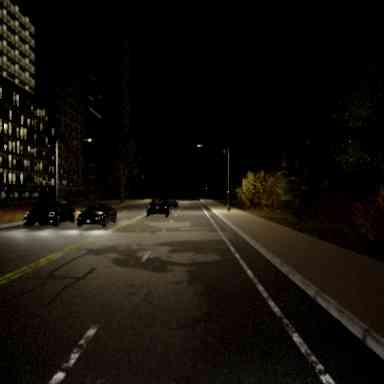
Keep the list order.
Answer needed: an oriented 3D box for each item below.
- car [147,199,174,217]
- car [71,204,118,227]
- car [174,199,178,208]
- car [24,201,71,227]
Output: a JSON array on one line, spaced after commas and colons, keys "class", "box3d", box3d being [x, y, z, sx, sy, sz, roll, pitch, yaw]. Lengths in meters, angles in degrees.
[{"class": "car", "box3d": [-3.159, 1.452, 32.627, 2.097, 1.767, 4.553, 0, 0, 0]}, {"class": "car", "box3d": [-6.506, 1.605, 23.236, 1.837, 1.490, 4.892, 0, 0, 0]}, {"class": "car", "box3d": [-3.163, 1.719, 51.016, 1.994, 1.385, 4.181, 0, 0, 0]}, {"class": "car", "box3d": [-9.758, 1.420, 23.162, 2.097, 1.767, 4.553, 0, 0, 0]}]
